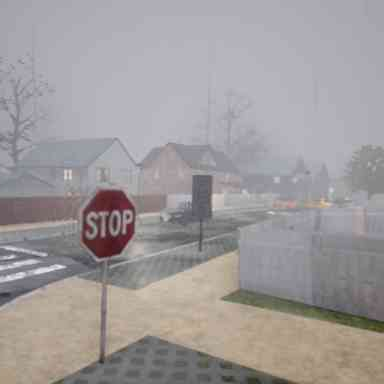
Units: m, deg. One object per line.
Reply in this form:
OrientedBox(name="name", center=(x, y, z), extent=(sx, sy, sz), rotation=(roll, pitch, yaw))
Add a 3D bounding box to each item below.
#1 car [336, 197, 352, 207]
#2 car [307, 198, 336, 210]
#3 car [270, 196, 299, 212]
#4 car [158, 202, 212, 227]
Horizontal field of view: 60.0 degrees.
OrientedBox(name="car", center=(22.143, 1.519, 49.096), extent=(2.128, 1.511, 4.902), rotation=(3, 2, 41))
OrientedBox(name="car", center=(15.843, 1.550, 41.225), extent=(1.882, 1.535, 5.008), rotation=(3, 2, 37))
OrientedBox(name="car", center=(10.995, 1.313, 39.551), extent=(2.097, 1.767, 4.553), rotation=(3, 2, 37))
OrientedBox(name="car", center=(-0.354, 1.466, 23.046), extent=(2.128, 1.511, 4.902), rotation=(3, 2, 32))
